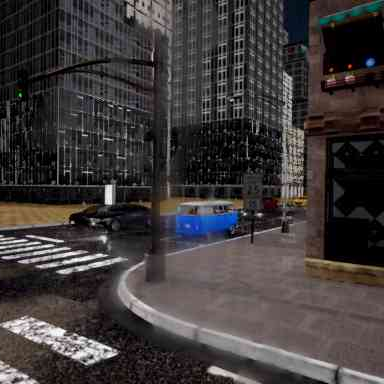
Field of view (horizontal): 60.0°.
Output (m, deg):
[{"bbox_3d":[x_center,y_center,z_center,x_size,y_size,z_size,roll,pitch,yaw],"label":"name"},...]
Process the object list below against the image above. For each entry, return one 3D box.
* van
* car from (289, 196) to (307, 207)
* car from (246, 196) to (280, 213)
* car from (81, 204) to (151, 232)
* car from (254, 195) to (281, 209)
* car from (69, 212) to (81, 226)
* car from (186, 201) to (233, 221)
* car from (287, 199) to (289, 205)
[{"bbox_3d":[0.891,1.368,16.993,1.690,1.788,3.998,1,1,36],"label":"van"},{"bbox_3d":[16.251,1.369,48.321,1.882,1.535,5.008,1,0,36],"label":"car"},{"bbox_3d":[7.471,1.257,36.167,2.097,1.767,4.553,1,1,36],"label":"car"},{"bbox_3d":[-3.995,1.466,20.115,1.812,1.442,4.674,1,1,37],"label":"car"},{"bbox_3d":[10.136,1.293,44.380,1.967,1.590,4.097,1,1,36],"label":"car"},{"bbox_3d":[-5.933,1.467,21.864,1.947,1.339,4.313,1,1,36],"label":"car"},{"bbox_3d":[1.505,1.486,27.833,1.994,1.385,4.181,1,1,35],"label":"car"},{"bbox_3d":[16.465,1.364,53.250,1.752,1.417,4.829,1,1,36],"label":"car"}]
